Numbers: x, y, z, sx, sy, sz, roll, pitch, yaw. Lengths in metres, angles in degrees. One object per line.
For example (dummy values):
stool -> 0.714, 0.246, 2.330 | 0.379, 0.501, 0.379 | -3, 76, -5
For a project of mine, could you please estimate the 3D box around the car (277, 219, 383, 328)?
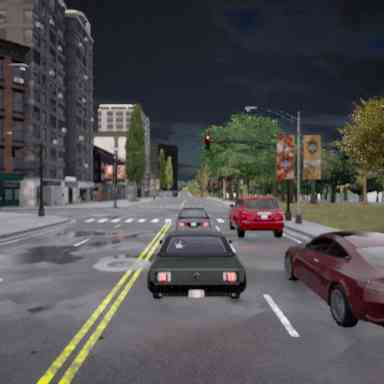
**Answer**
car -> 3.341, 1.529, 6.864 | 1.812, 1.442, 4.674 | 0, 0, 0

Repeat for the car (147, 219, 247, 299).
car -> 0.086, 1.604, 8.396 | 1.895, 1.301, 4.718 | 0, 0, 0

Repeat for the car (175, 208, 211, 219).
car -> 0.071, 1.553, 17.988 | 2.033, 1.411, 5.357 | 0, 0, 0

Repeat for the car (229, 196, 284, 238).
car -> 3.320, 1.228, 17.948 | 2.150, 2.045, 5.566 | 0, 0, 0
